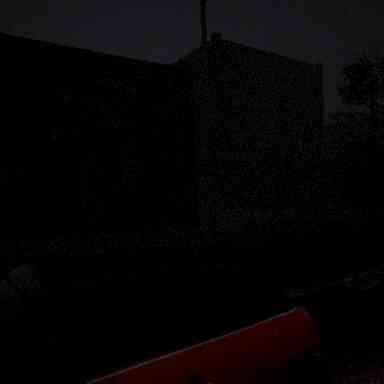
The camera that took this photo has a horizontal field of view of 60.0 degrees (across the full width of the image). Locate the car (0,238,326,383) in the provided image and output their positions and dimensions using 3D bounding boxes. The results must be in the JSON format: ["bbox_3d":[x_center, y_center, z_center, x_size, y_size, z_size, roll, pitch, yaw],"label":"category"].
[{"bbox_3d":[-0.988,1.355,2.673,4.553,1.767,2.097,0,0,-35],"label":"car"}]
